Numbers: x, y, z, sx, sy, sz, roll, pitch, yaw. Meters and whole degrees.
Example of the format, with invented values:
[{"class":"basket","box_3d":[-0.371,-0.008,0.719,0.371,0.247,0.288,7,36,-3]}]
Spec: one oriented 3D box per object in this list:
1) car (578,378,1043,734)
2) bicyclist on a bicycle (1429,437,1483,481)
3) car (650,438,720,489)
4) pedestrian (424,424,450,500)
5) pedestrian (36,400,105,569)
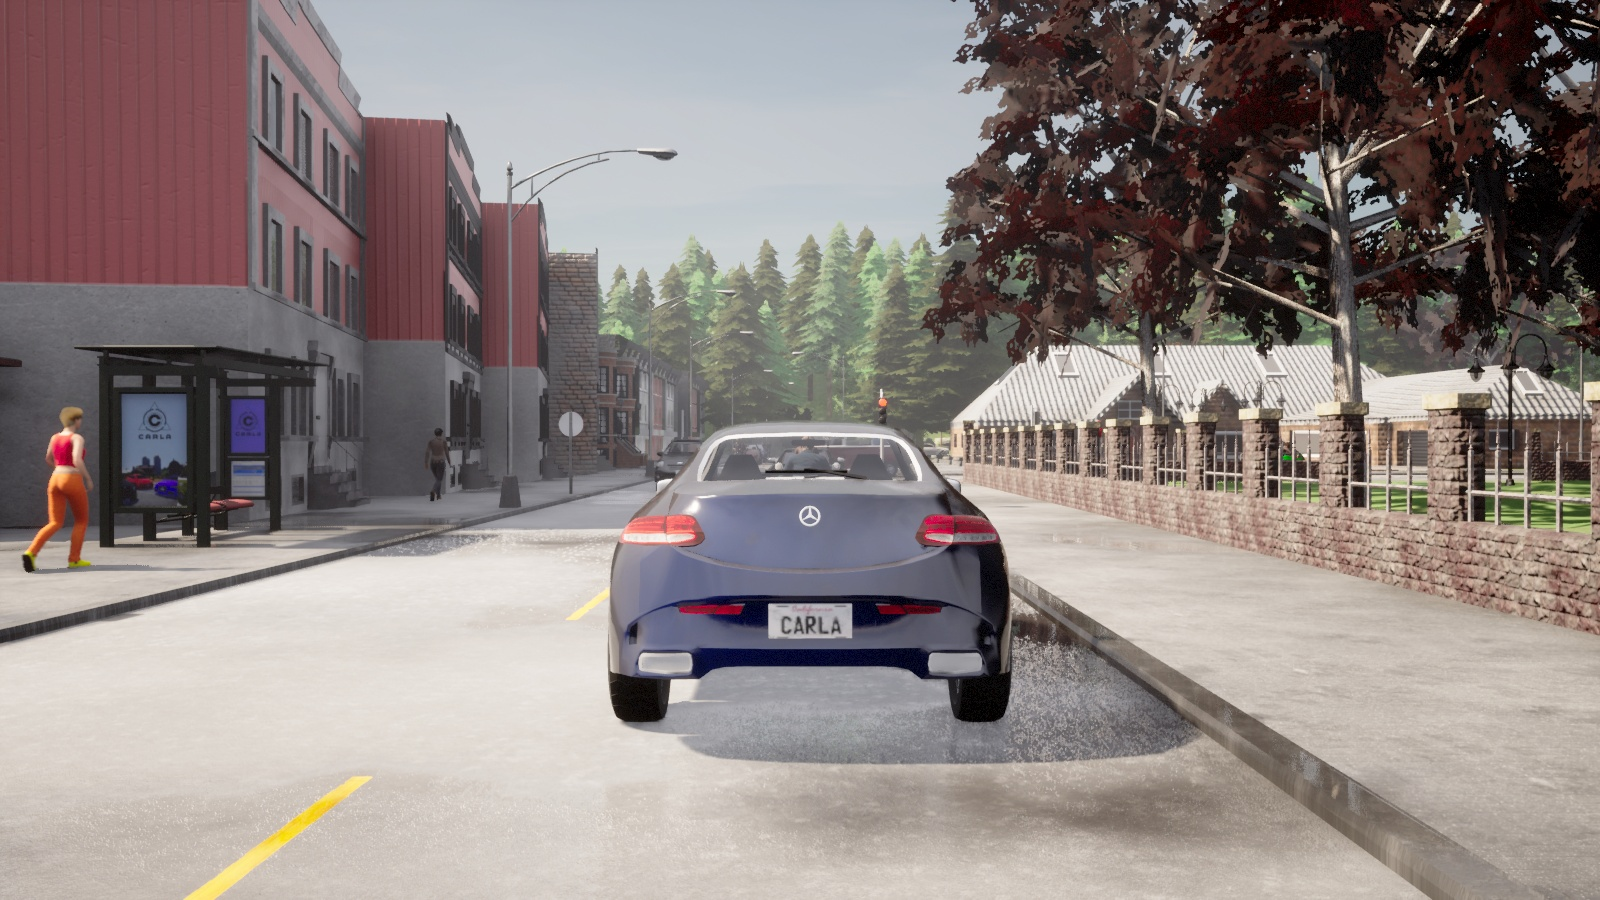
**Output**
[{"class":"car","box_3d":[0.057,0.478,8.336,2.152,1.651,5.027,0,0,0]},{"class":"bicyclist on a bicycle","box_3d":[26.748,0.349,51.210,1.843,1.776,0.659,0,0,-1]},{"class":"car","box_3d":[-3.779,0.406,41.806,1.851,1.617,3.988,0,0,2]},{"class":"pedestrian","box_3d":[-8.717,0.279,30.154,0.328,1.805,0.869,0,0,3]},{"class":"pedestrian","box_3d":[-8.098,0.369,13.952,0.345,1.836,0.594,0,0,13]}]
